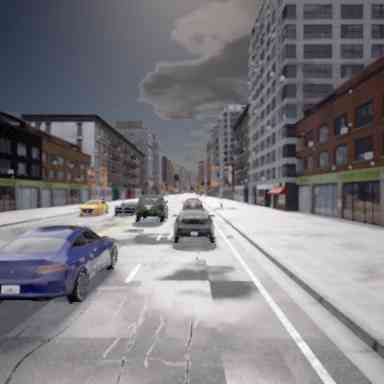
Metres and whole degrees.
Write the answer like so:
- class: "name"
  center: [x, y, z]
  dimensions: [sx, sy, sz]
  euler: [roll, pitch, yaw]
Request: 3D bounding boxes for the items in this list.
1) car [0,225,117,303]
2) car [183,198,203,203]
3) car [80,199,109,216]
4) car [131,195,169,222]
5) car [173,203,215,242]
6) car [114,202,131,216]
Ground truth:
- class: "car"
  center: [-3.150, 1.536, 8.085]
  dimensions: [1.812, 1.442, 4.674]
  euler: [0, 0, 0]
- class: "car"
  center: [0.090, 1.398, 35.039]
  dimensions: [2.097, 1.767, 4.553]
  euler: [0, 0, 0]
- class: "car"
  center: [-9.761, 1.527, 33.548]
  dimensions: [1.882, 1.535, 5.008]
  euler: [0, 0, 0]
- class: "car"
  center: [-3.155, 1.256, 26.933]
  dimensions: [2.150, 2.045, 5.566]
  euler: [0, 0, 0]
- class: "car"
  center: [0.095, 1.525, 16.592]
  dimensions: [1.837, 1.490, 4.892]
  euler: [0, 0, 0]
- class: "car"
  center: [-6.509, 1.649, 33.700]
  dimensions: [1.895, 1.301, 4.718]
  euler: [0, 0, 0]
